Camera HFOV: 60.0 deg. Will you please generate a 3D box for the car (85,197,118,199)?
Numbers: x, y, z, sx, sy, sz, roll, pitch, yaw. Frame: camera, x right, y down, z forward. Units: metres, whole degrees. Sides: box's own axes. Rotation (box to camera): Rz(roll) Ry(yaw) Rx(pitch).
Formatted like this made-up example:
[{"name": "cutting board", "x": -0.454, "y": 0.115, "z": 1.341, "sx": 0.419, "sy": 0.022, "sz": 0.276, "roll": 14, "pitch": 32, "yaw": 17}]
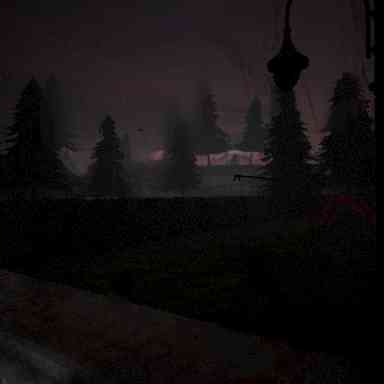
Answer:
[{"name": "car", "x": -4.633, "y": 1.341, "z": 21.665, "sx": 2.150, "sy": 2.045, "sz": 5.566, "roll": -1, "pitch": 0, "yaw": 36}]
